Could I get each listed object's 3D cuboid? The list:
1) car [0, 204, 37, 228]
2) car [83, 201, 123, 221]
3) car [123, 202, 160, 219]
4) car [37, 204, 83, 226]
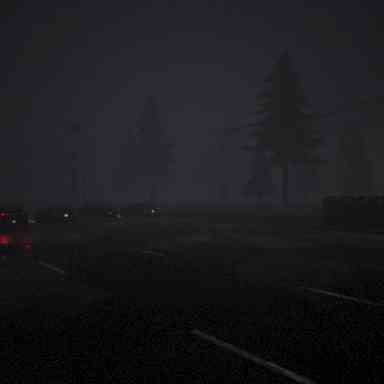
[{"bbox_3d":[-11.961,1.515,21.131,2.128,1.511,4.902,0,0,-43],"label":"car"},{"bbox_3d":[-7.918,1.474,27.076,1.882,1.535,5.008,0,0,-43],"label":"car"},{"bbox_3d":[-4.561,1.543,28.597,1.994,1.385,4.181,0,0,-43],"label":"car"},{"bbox_3d":[-9.912,1.574,24.074,1.994,1.385,4.181,0,0,-43],"label":"car"}]
